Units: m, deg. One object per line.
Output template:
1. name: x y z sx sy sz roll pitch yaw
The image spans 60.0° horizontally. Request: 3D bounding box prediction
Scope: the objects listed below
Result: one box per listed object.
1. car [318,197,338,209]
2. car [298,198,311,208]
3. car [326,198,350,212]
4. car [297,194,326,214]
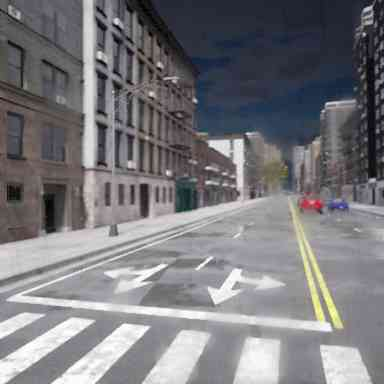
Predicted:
1. car: 19.745 1.557 48.377 2.128 1.511 4.902 -1 0 16
2. car: 17.690 1.644 52.642 1.812 1.442 4.674 -1 0 17
3. car: 17.025 1.515 38.767 1.882 1.535 5.008 -1 0 16
4. car: 13.204 1.292 37.089 2.150 2.045 5.566 -1 -1 16
